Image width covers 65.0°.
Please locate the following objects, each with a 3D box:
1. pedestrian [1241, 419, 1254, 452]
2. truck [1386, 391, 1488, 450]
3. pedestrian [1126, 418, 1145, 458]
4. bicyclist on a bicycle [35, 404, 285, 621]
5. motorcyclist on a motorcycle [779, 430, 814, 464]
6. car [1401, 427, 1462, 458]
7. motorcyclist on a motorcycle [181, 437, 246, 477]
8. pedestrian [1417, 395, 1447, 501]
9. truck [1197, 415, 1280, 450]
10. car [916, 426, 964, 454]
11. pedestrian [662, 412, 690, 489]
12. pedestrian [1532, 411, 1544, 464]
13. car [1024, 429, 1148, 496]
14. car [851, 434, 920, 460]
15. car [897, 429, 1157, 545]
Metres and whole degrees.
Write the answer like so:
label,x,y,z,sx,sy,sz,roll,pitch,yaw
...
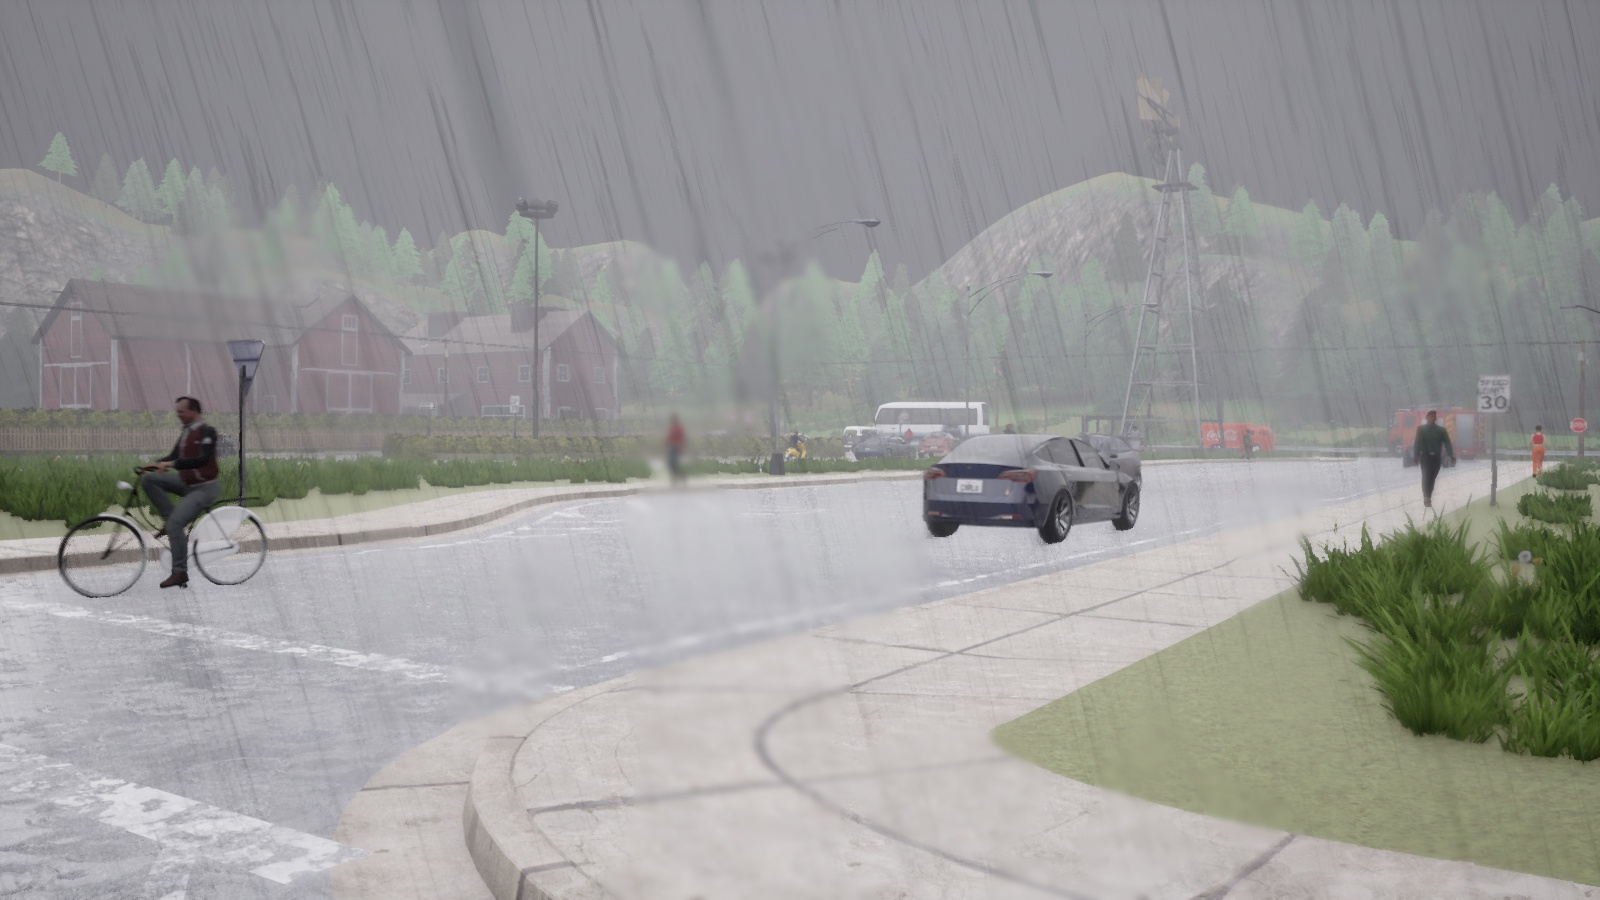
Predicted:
label,x,y,z,sx,sy,sz,roll,pitch,yaw
pedestrian,25.847,-0.838,72.538,0.692,1.930,0.396,-1,1,-37
truck,43.481,-2.003,86.019,2.891,3.827,8.468,0,1,2
pedestrian,16.559,-0.609,61.971,0.659,1.952,0.873,0,1,30
bicyclist on a bicycle,-5.651,0.501,11.190,0.659,1.776,1.843,-1,1,38
motorcyclist on a motorcycle,-0.166,-0.147,61.032,0.866,1.590,1.817,0,1,33
car,30.933,-0.388,61.431,2.163,1.488,4.792,0,1,33
motorcyclist on a motorcycle,-23.899,0.284,51.197,2.191,1.530,0.866,-1,3,1
pedestrian,11.832,-0.042,23.528,0.423,1.949,0.788,0,1,21
truck,31.824,-1.287,91.120,5.204,2.467,2.627,0,1,34
car,8.571,-0.613,76.574,2.152,1.651,5.027,0,1,16
pedestrian,-3.004,-0.001,30.366,0.331,1.846,0.636,0,1,32
pedestrian,25.639,-0.442,43.623,0.345,1.836,0.594,0,1,30
car,7.054,0.262,30.745,1.845,1.501,3.633,0,1,33
car,4.692,-0.182,68.452,1.994,1.385,4.181,0,1,33
car,3.550,0.442,18.812,2.163,1.488,4.792,0,1,33
